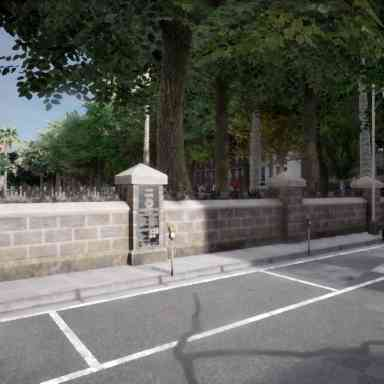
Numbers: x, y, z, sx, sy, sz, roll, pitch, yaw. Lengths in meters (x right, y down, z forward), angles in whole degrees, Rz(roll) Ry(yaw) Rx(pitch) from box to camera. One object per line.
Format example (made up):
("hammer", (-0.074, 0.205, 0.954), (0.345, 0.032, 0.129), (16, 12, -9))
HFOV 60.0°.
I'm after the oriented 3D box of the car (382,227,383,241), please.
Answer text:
("car", (9.756, 1.310, 13.500), (5.009, 1.841, 2.192), (0, 0, -36))
